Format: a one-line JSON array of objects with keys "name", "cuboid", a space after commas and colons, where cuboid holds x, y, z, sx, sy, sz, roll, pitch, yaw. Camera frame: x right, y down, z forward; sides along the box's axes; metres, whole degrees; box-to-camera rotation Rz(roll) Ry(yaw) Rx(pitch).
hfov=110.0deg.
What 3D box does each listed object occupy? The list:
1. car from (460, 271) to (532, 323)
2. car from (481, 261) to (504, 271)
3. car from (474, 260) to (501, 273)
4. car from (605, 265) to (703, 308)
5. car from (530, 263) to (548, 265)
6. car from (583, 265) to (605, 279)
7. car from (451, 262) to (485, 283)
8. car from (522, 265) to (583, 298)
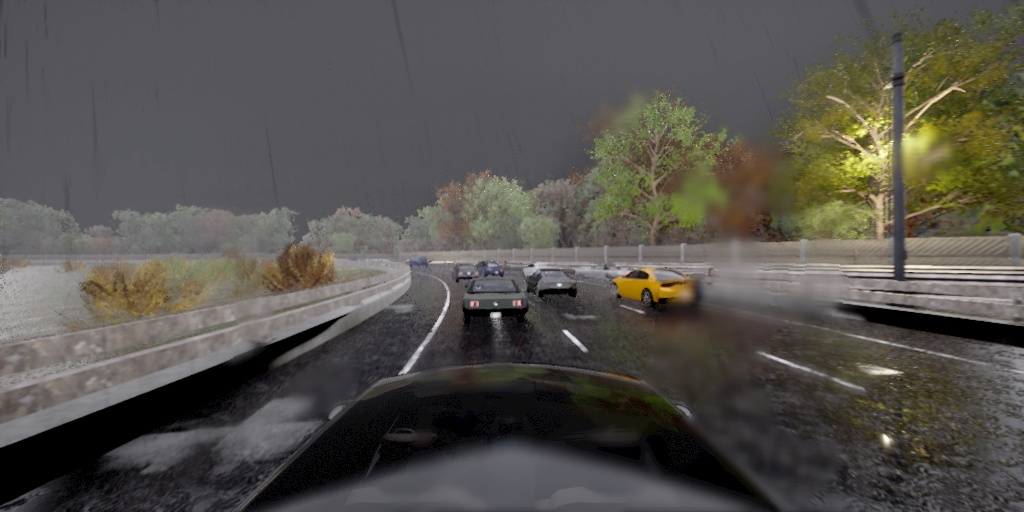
[{"name": "car", "cuboid": [-0.681, 1.371, 12.278, 1.895, 1.301, 4.718, 0, 0, -6]}, {"name": "car", "cuboid": [-2.143, 1.341, 35.349, 1.812, 1.442, 4.674, 0, 0, -18]}, {"name": "car", "cuboid": [-3.392, 1.349, 48.377, 1.837, 1.490, 4.892, 0, 0, -27]}, {"name": "car", "cuboid": [5.949, 1.230, 15.362, 1.882, 1.535, 5.008, 0, 0, -7]}, {"name": "car", "cuboid": [2.327, 1.320, 32.650, 1.812, 1.442, 4.674, 0, 0, -16]}, {"name": "car", "cuboid": [7.552, 1.373, 30.127, 1.895, 1.301, 4.718, 0, 0, -35]}, {"name": "car", "cuboid": [-3.880, 1.359, 29.205, 2.033, 1.411, 5.357, 0, 0, -15]}, {"name": "car", "cuboid": [1.927, 1.336, 18.831, 1.994, 1.385, 4.181, 0, 0, -9]}]
